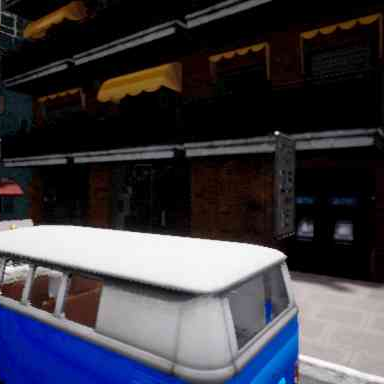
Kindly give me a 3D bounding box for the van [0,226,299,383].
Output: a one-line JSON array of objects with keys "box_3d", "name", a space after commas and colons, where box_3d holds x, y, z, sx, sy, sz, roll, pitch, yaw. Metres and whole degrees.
[{"box_3d": [-0.931, 1.335, 3.508, 3.998, 1.788, 1.690, 0, 1, 35], "name": "van"}]
